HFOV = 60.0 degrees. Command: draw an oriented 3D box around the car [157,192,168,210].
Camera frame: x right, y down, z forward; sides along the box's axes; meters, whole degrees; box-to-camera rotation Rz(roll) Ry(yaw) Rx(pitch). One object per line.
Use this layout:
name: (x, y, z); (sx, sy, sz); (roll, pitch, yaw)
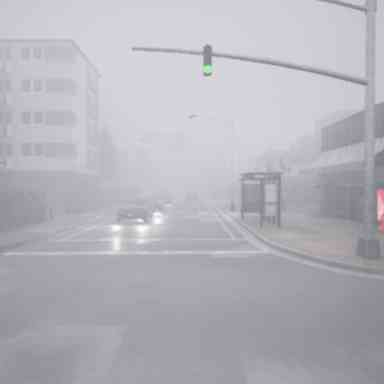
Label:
car: (-3.595, 0.957, 30.950); (1.895, 1.301, 4.718); (0, 1, 0)

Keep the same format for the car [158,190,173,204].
car: (-3.555, 0.511, 41.111); (2.097, 1.767, 4.553); (0, 1, 1)

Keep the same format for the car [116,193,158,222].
car: (-3.601, 1.041, 21.684); (1.837, 1.490, 4.892); (0, 1, 0)

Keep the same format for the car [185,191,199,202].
car: (0.007, 0.580, 44.804); (2.128, 1.511, 4.902); (0, 1, 0)
